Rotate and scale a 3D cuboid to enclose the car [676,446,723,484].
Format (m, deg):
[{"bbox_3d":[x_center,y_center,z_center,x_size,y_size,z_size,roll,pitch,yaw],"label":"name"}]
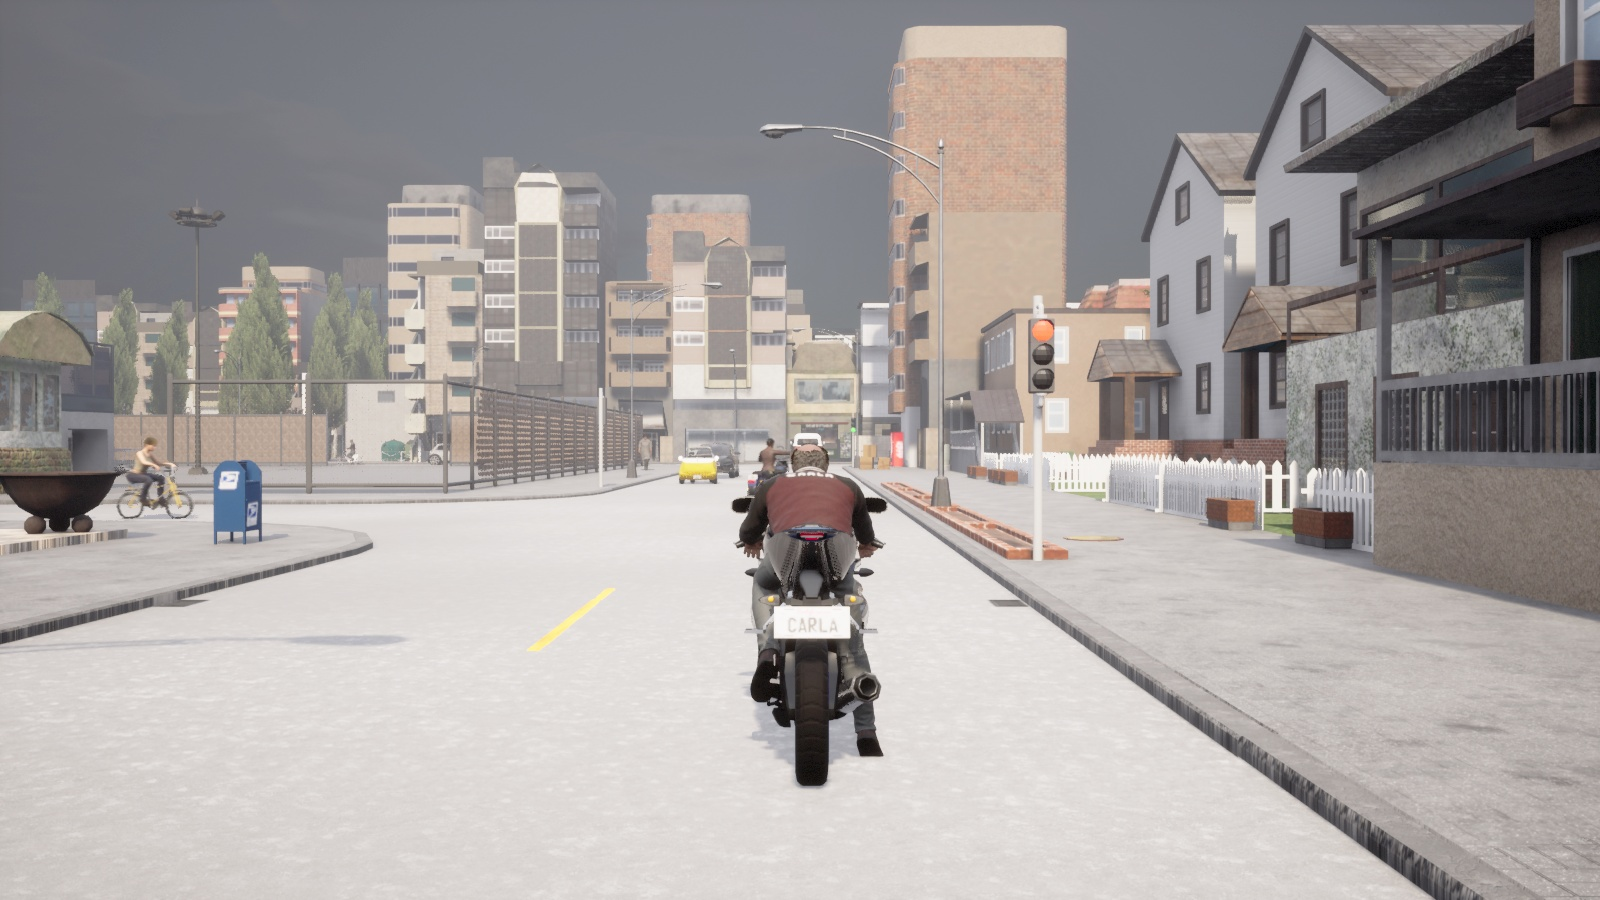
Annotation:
[{"bbox_3d":[-3.681,0.537,46.247,1.481,1.376,2.207,0,0,1],"label":"car"}]

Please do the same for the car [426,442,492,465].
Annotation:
[{"bbox_3d":[-22.269,0.230,82.157,3.806,1.475,1.970,0,0,1],"label":"car"}]

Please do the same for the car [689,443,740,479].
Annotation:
[{"bbox_3d":[-3.660,0.441,54.512,1.837,1.490,4.892,0,0,1],"label":"car"}]

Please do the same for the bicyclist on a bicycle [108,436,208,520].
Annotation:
[{"bbox_3d":[-12.526,0.534,24.532,1.509,1.612,0.866,0,0,1],"label":"bicyclist on a bicycle"}]

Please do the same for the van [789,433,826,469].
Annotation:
[{"bbox_3d":[0.438,0.059,72.791,2.069,2.038,4.480,0,0,0],"label":"van"}]

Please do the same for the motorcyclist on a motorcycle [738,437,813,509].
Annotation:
[{"bbox_3d":[-0.550,0.528,29.782,0.766,1.649,2.350,-1,-1,26],"label":"motorcyclist on a motorcycle"}]

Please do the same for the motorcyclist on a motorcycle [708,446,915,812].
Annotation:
[{"bbox_3d":[0.050,0.746,6.352,0.866,1.530,2.191,0,0,0],"label":"motorcyclist on a motorcycle"}]

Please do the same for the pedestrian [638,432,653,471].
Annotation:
[{"bbox_3d":[-7.800,0.091,63.551,0.659,1.952,0.873,0,0,-14],"label":"pedestrian"}]
